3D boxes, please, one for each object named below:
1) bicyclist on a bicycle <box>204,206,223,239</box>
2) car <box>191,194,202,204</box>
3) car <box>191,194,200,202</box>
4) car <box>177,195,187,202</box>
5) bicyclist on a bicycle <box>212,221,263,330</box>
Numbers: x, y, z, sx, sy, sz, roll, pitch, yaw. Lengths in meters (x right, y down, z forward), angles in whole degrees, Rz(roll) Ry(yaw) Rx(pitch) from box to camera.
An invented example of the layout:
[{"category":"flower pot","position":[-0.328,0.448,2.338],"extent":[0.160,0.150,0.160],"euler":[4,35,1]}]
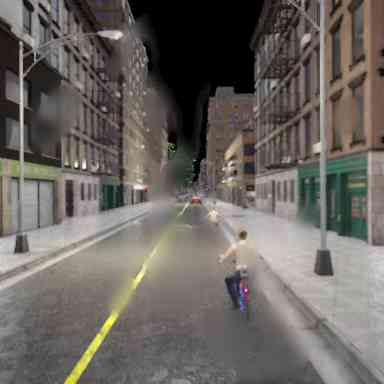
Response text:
[{"category":"bicyclist on a bicycle","position":[0.973,1.433,15.001],"extent":[0.866,1.612,1.509],"euler":[0,0,1]},{"category":"car","position":[0.757,1.500,60.354],"extent":[1.812,1.442,4.674],"euler":[0,0,1]},{"category":"car","position":[0.817,1.320,75.153],"extent":[2.097,1.767,4.553],"euler":[0,0,1]},{"category":"car","position":[-2.192,1.478,74.232],"extent":[1.837,1.490,4.892],"euler":[0,0,1]},{"category":"bicyclist on a bicycle","position":[0.880,1.433,5.922],"extent":[0.866,1.612,1.509],"euler":[0,0,1]}]
